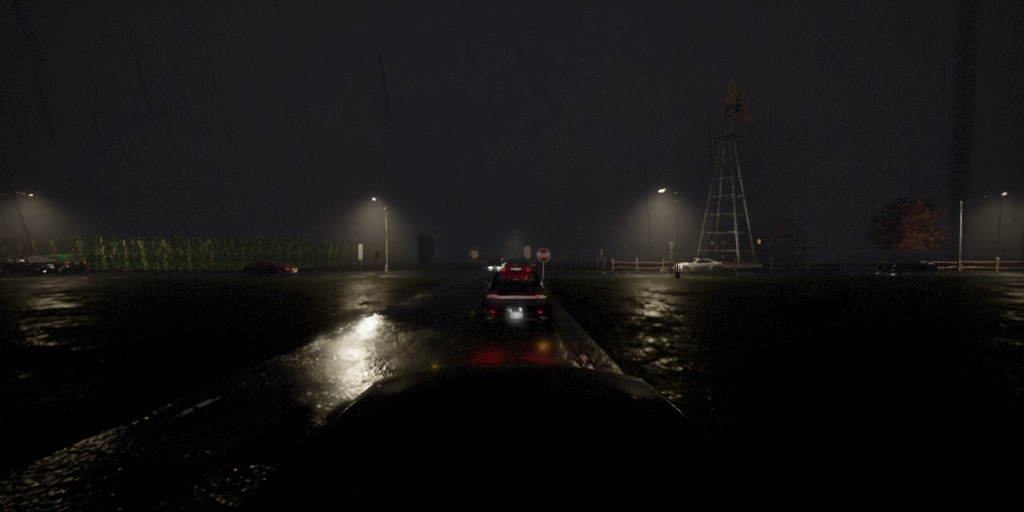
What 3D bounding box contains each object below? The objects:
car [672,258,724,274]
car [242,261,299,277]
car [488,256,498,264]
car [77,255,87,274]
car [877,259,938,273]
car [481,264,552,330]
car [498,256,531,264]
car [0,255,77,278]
[{"bbox_3d":[18.371,0.963,35.468,4.674,1.442,1.812,0,1,2],"label":"car"},{"bbox_3d":[-22.435,1.162,33.315,4.674,1.442,1.812,0,1,0],"label":"car"},{"bbox_3d":[-2.665,0.939,55.938,1.994,1.385,4.181,0,1,0],"label":"car"},{"bbox_3d":[-46.544,0.893,36.163,5.566,2.045,2.150,0,1,-1],"label":"car"},{"bbox_3d":[38.171,0.940,34.666,4.181,1.385,1.994,0,1,3],"label":"car"},{"bbox_3d":[0.124,1.183,10.943,2.128,1.511,4.902,0,0,0],"label":"car"},{"bbox_3d":[0.559,0.949,25.007,2.097,1.767,4.553,0,0,7],"label":"car"},{"bbox_3d":[-44.771,0.945,33.324,5.566,2.045,2.150,-1,1,0],"label":"car"}]
